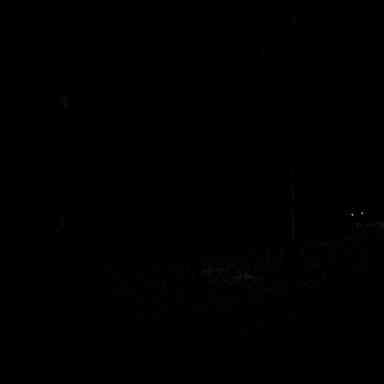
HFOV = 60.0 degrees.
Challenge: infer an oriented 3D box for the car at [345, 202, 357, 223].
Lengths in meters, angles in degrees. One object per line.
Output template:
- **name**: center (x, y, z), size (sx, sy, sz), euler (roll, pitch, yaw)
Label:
- **car**: center (9.307, 1.537, 24.354), size (1.947, 1.339, 4.313), euler (0, 0, -35)

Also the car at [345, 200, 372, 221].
- **car**: center (10.845, 1.207, 26.575), size (2.150, 2.045, 5.566), euler (0, 0, -35)

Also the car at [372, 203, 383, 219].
- **car**: center (15.844, 1.577, 29.012), size (1.947, 1.339, 4.313), euler (0, 0, -35)
